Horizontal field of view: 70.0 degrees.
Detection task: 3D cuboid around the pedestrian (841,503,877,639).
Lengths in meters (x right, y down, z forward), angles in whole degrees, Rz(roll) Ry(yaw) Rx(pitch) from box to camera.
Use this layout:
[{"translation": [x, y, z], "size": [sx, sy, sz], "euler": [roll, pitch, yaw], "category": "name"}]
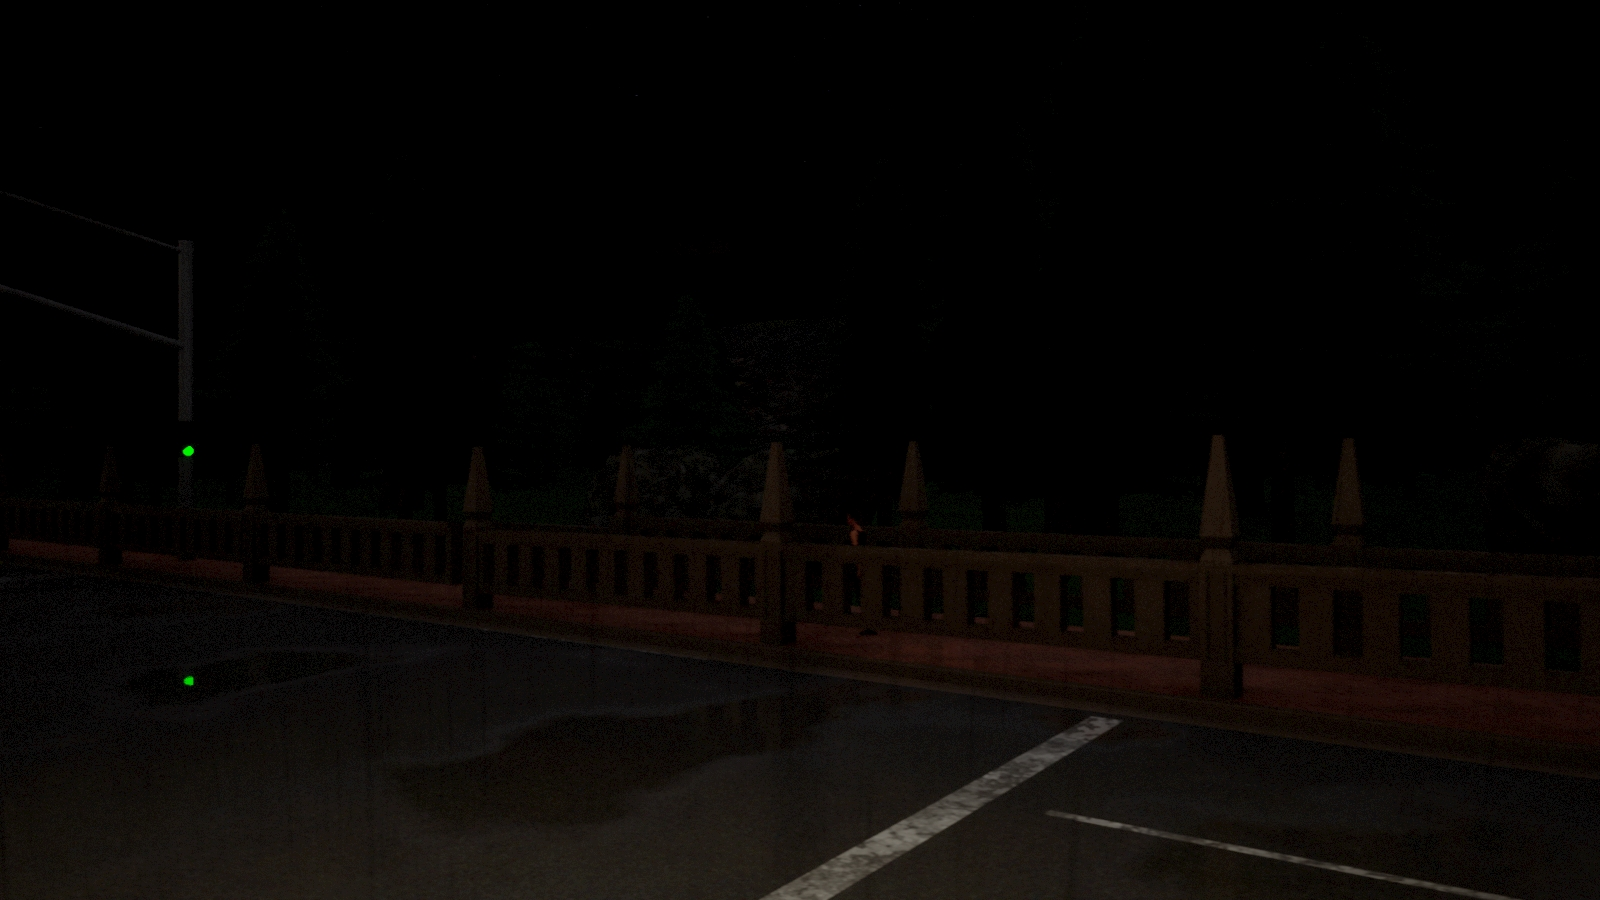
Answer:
[{"translation": [0.835, 1.701, 16.202], "size": [0.375, 1.860, 0.375], "euler": [0, 0, 35], "category": "pedestrian"}]
